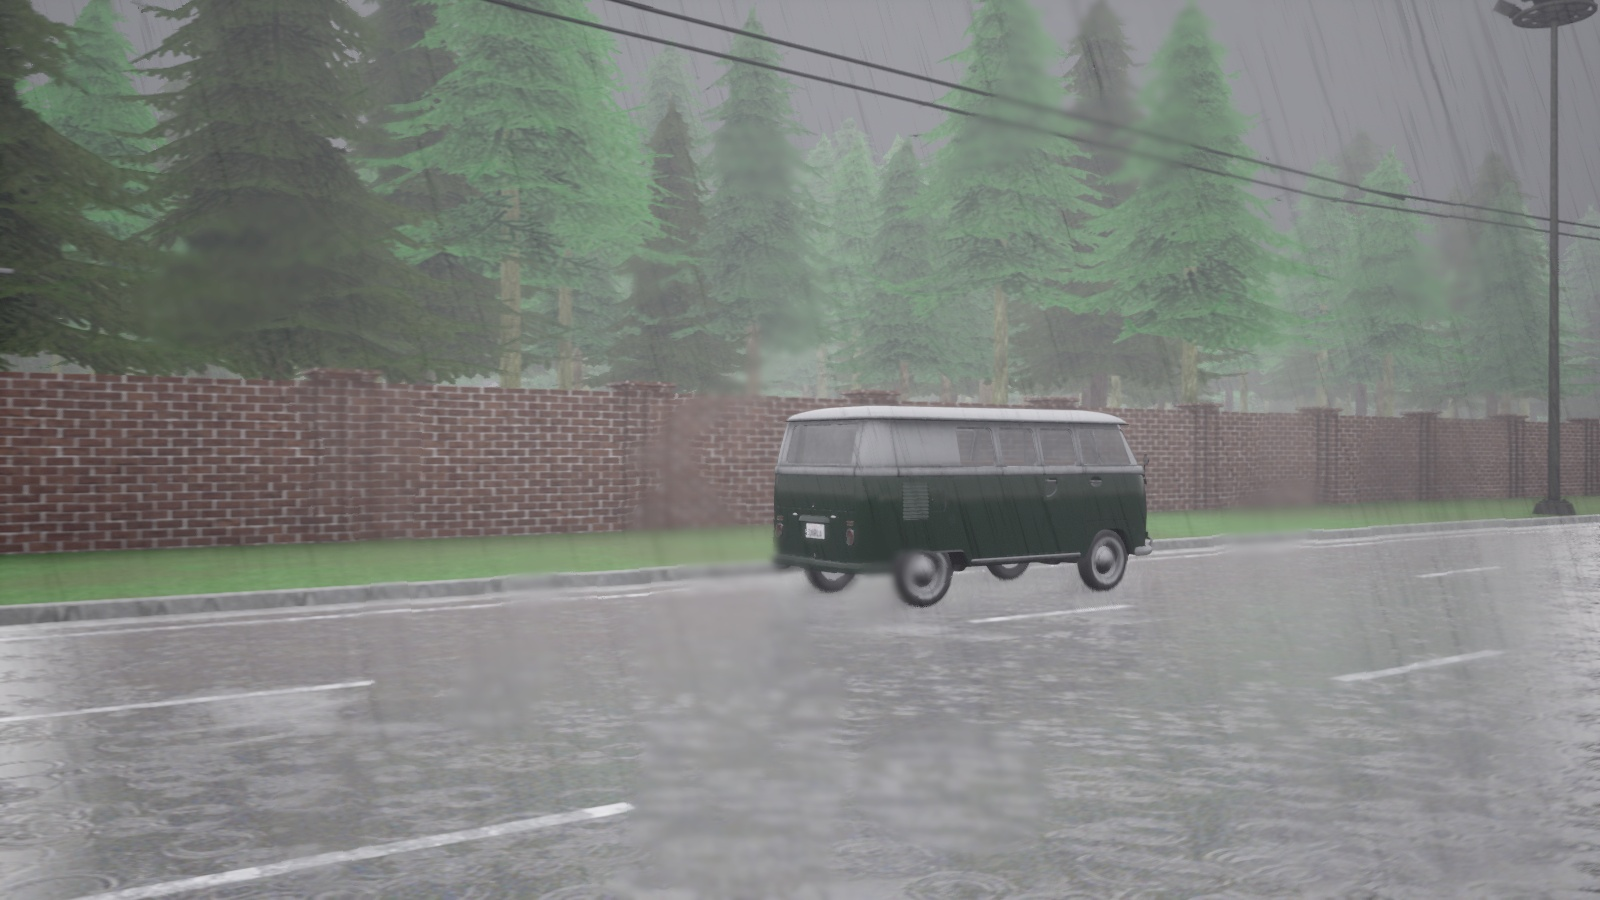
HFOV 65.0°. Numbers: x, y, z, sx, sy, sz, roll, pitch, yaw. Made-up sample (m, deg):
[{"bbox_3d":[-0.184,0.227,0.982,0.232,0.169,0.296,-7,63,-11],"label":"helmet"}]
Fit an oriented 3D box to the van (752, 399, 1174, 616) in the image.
[{"bbox_3d":[1.836,0.527,13.466,4.442,1.987,1.775,0,0,-35],"label":"van"}]
